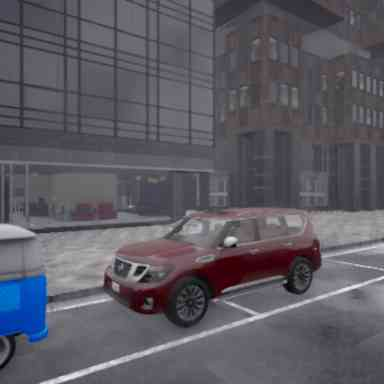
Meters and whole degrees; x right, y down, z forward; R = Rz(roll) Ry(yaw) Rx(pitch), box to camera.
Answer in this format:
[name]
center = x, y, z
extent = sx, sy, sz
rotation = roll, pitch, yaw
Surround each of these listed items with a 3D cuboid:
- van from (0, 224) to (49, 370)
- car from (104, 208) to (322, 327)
[van]
center = -3.825, 1.343, 3.920
extent = 3.998, 1.788, 1.690
rotation = 0, 0, -36
[car]
center = 0.741, 1.305, 7.179
extent = 5.009, 1.841, 2.192
rotation = 0, 0, -36
